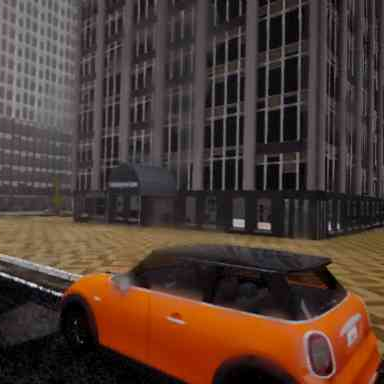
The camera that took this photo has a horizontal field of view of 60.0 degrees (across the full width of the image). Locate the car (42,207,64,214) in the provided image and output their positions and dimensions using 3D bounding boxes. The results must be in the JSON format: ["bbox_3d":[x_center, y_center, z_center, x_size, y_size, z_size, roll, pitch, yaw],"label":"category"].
[{"bbox_3d":[-29.298,3.828,70.094,1.967,1.590,4.097,0,-3,39],"label":"car"}]

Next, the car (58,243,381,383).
[{"bbox_3d":[0.025,1.532,4.811,4.553,1.767,2.097,-1,-3,40],"label":"car"}]
